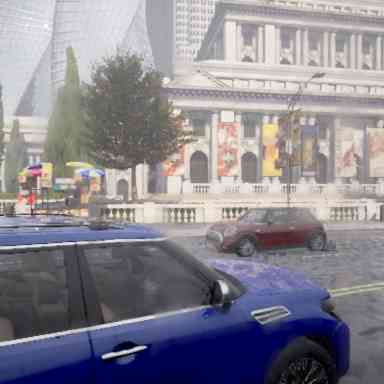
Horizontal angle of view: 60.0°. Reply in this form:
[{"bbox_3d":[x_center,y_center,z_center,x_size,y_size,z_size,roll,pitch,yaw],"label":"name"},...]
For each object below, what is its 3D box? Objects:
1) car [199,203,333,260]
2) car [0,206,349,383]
[{"bbox_3d":[2.779,1.352,12.666,4.553,1.767,2.097,0,0,-21],"label":"car"},{"bbox_3d":[-1.057,1.223,2.935,5.566,2.045,2.150,0,0,-31],"label":"car"}]
